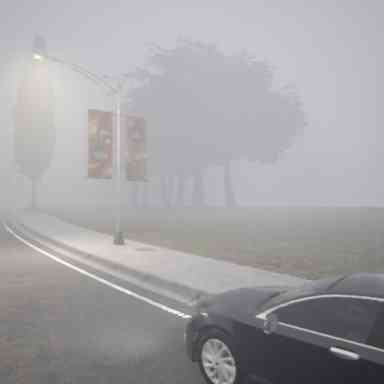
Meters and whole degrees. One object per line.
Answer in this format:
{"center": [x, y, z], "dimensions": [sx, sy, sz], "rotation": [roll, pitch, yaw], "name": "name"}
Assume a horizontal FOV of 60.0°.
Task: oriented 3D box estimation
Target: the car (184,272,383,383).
{"center": [1.970, 1.630, 3.449], "dimensions": [1.837, 1.490, 4.892], "rotation": [2, -2, -44], "name": "car"}
